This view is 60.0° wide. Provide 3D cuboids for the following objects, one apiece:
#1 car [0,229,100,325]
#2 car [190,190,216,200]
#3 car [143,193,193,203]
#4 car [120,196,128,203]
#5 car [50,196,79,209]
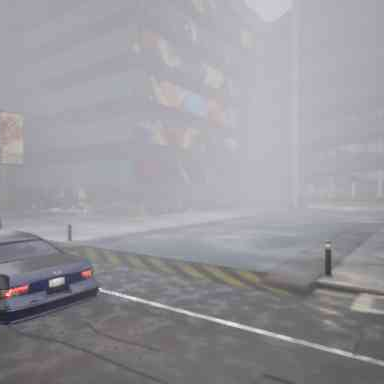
[{"bbox_3d":[-4.240,1.510,6.884,5.357,1.411,2.033,0,0,36],"label":"car"},{"bbox_3d":[1.926,0.596,62.926,5.566,2.045,2.435,0,0,35],"label":"car"},{"bbox_3d":[-2.667,1.092,34.415,4.674,1.452,2.002,0,0,35],"label":"car"},{"bbox_3d":[-8.015,1.161,47.307,4.718,1.301,1.895,0,0,35],"label":"car"},{"bbox_3d":[-15.018,1.192,38.049,4.786,1.482,2.161,0,0,35],"label":"car"}]
